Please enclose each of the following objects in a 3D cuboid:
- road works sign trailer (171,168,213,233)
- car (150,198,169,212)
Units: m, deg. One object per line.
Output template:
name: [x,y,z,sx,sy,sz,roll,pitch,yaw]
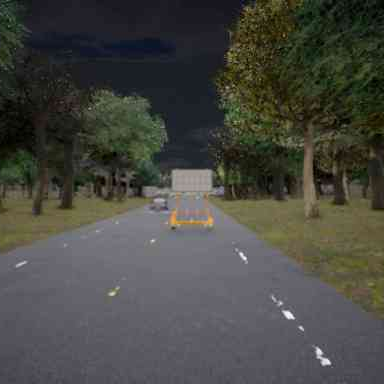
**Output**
road works sign trailer: [-0.001,0.402,19.089,2.380,3.560,2.880,0,0,0]
car: [-3.589,1.390,37.343,1.812,1.442,4.674,0,0,0]
